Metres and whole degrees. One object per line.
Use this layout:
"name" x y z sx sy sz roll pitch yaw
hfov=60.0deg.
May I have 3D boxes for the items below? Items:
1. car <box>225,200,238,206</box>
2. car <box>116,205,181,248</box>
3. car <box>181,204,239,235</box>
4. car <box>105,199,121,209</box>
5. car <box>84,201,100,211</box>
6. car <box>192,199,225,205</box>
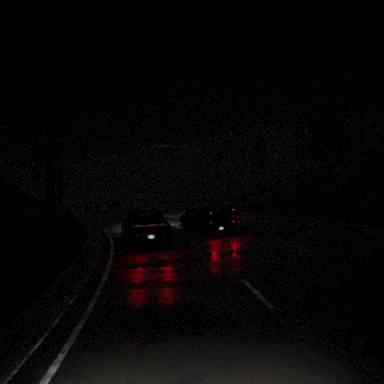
"car" 2.959 1.469 32.925 1.812 1.442 4.674 -1 0 -22
"car" -2.227 1.554 15.351 2.128 1.511 4.902 -1 0 -15
"car" 0.788 1.591 19.112 1.895 1.301 4.718 -1 0 -19
"car" -12.242 1.831 51.563 1.837 1.490 4.892 -1 0 -23
"car" -14.133 1.918 46.951 2.033 1.411 5.357 -1 0 -22
"car" 0.740 1.522 29.086 1.812 1.442 4.674 -1 0 -22
